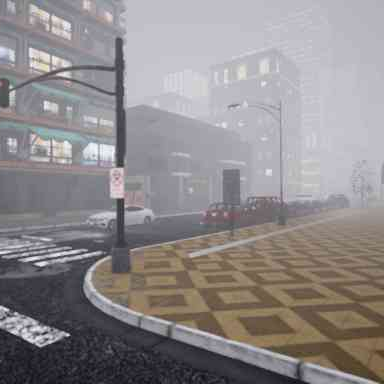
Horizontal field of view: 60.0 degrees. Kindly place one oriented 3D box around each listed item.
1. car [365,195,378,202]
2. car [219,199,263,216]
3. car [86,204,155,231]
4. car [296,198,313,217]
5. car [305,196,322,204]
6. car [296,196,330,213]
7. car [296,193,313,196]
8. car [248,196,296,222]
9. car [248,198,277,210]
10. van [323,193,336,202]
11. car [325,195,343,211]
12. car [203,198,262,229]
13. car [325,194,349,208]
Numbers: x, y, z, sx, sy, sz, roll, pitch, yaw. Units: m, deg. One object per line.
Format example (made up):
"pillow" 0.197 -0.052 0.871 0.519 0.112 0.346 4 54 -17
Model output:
"car" 35.555 1.327 65.838 1.887 1.381 4.507 -1 0 36
"car" 5.045 1.491 33.454 2.033 1.411 5.357 -1 0 36
"car" -4.303 1.503 20.734 1.812 1.442 4.674 -1 0 36
"car" 9.064 1.463 29.779 1.802 1.307 4.206 -1 0 36
"car" 22.482 1.426 61.352 1.752 1.417 4.829 -1 0 36
"car" 12.375 1.414 34.286 1.887 1.381 4.507 -1 0 36
"car" 16.185 1.220 48.455 2.150 2.045 5.566 -1 0 36
"car" 5.750 1.208 25.273 2.192 1.841 5.009 -1 0 36
"car" 9.236 1.476 43.322 1.752 1.417 4.829 -1 0 36
"van" 29.204 1.216 70.504 1.690 1.788 3.998 -1 0 36
"car" 15.687 1.408 38.794 2.008 1.369 4.403 -1 0 36
"car" 2.440 1.345 20.765 1.967 1.590 4.097 -1 0 36
"car" 18.996 1.160 43.302 2.192 1.841 5.009 -1 0 36
